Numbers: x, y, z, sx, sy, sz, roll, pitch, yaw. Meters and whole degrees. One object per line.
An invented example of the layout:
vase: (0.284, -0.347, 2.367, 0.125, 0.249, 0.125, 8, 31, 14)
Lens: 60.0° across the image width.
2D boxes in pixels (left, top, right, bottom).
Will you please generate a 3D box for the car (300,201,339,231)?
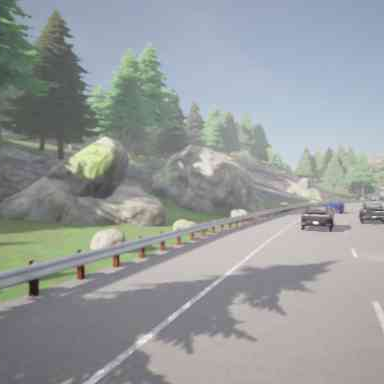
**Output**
car: (8.184, 1.590, 21.549, 2.128, 1.511, 4.902, 0, 0, 24)

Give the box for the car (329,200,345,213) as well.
car: (17.010, 1.670, 39.623, 1.882, 1.535, 5.008, 0, 0, 28)

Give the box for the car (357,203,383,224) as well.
car: (14.296, 1.638, 26.444, 2.128, 1.511, 4.902, 0, 0, 25)
